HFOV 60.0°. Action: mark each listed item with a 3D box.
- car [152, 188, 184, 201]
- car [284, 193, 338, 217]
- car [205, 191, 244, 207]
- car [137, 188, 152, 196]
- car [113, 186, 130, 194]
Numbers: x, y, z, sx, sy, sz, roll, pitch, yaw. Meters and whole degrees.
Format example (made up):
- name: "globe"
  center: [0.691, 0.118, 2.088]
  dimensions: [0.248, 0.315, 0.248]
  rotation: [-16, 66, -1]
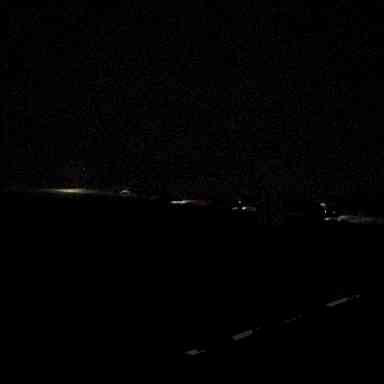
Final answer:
- name: "car"
  center: [-3.026, 0.340, 44.408]
  dimensions: [1.837, 1.490, 4.892]
  rotation: [-3, 4, -35]
- name: "car"
  center: [9.392, 0.898, 26.877]
  dimensions: [2.097, 1.767, 4.553]
  rotation: [-3, 4, -35]
- name: "car"
  center: [3.377, 0.691, 35.355]
  dimensions: [2.128, 1.511, 4.902]
  rotation: [-3, 4, -35]
- name: "car"
  center: [-7.500, -0.070, 55.799]
  dimensions: [1.895, 1.301, 4.718]
  rotation: [-3, 4, -35]
- name: "car"
  center: [-13.792, -0.498, 64.665]
  dimensions: [2.128, 1.511, 4.902]
  rotation: [-3, 4, -35]
